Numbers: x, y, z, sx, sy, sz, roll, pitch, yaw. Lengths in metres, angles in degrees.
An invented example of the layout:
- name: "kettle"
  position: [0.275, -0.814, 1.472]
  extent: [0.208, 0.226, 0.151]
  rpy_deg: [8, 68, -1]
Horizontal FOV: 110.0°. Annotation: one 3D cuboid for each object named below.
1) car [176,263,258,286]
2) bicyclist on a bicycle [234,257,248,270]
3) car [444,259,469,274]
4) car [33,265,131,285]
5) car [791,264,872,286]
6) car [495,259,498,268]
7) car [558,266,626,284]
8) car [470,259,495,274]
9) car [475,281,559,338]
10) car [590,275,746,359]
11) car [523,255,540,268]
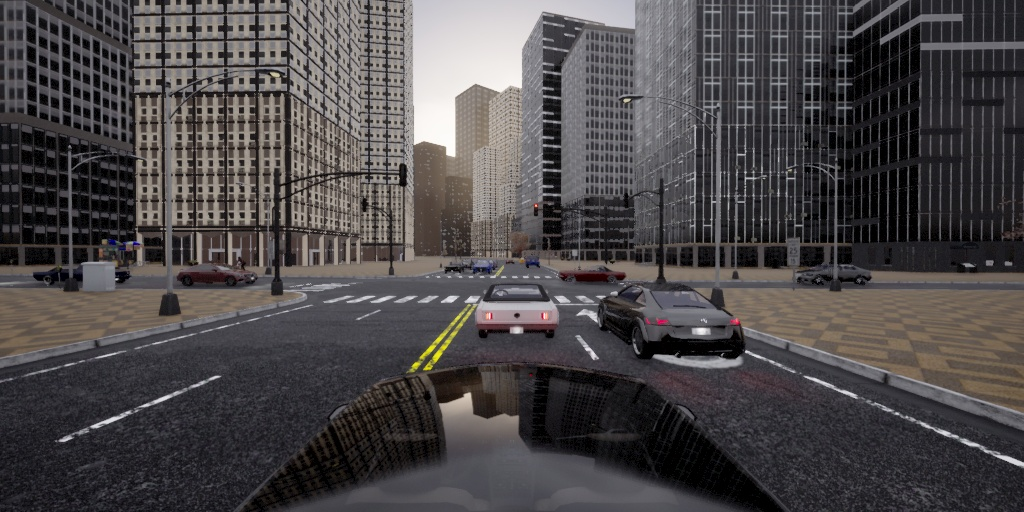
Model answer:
- name: "car"
  position: [-19.457, 1.194, 23.724]
  extent: [4.674, 1.442, 1.812]
  rpy_deg: [0, 0, 1]
- name: "bicyclist on a bicycle"
  position: [-24.667, 0.872, 32.595]
  extent: [0.582, 1.620, 1.656]
  rpy_deg: [0, 1, 1]
- name: "car"
  position: [-6.549, 1.321, 41.403]
  extent: [1.895, 1.301, 4.718]
  rpy_deg: [0, 0, 0]
- name: "car"
  position: [-28.566, 1.227, 23.965]
  extent: [4.718, 1.301, 1.895]
  rpy_deg: [0, 0, 1]
- name: "car"
  position: [23.177, 1.332, 26.115]
  extent: [4.902, 1.511, 2.128]
  rpy_deg: [0, 0, 1]
- name: "car"
  position: [-3.285, 1.230, 50.074]
  extent: [1.812, 1.442, 4.674]
  rpy_deg: [0, 0, 0]
- name: "car"
  position: [5.792, 1.361, 26.477]
  extent: [4.718, 1.301, 1.895]
  rpy_deg: [0, 0, 1]
- name: "car"
  position: [-3.298, 1.199, 40.730]
  extent: [1.882, 1.535, 5.008]
  rpy_deg: [0, 0, 0]
- name: "car"
  position: [0.110, 1.348, 10.120]
  extent: [1.895, 1.301, 4.718]
  rpy_deg: [0, 0, 0]
- name: "car"
  position: [3.363, 1.312, 8.403]
  extent: [1.994, 1.385, 4.181]
  rpy_deg: [0, 0, 0]
- name: "car"
  position: [3.423, 0.903, 60.446]
  extent: [2.150, 2.045, 5.566]
  rpy_deg: [0, 0, 0]
